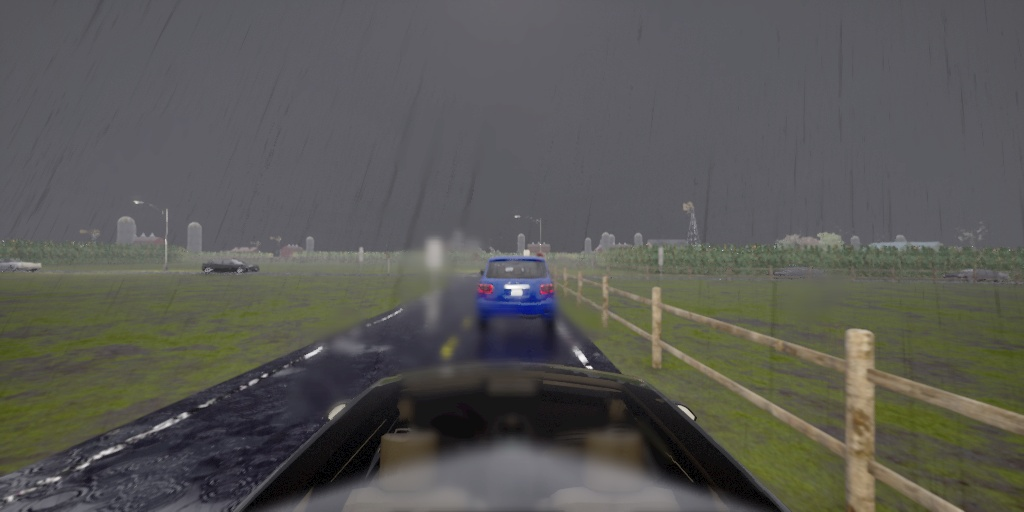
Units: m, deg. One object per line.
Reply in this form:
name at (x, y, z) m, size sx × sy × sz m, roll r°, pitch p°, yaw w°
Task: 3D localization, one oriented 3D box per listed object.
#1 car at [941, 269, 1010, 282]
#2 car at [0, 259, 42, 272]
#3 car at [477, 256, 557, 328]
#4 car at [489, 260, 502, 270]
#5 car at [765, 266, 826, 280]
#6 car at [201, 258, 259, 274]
car at (49.214, 2.054, 38.059) m, size 5.357 × 1.411 × 2.033 m, roll 1°, pitch -1°, yaw 0°
car at (-50.393, 0.915, 35.911) m, size 4.718 × 1.301 × 1.895 m, roll 1°, pitch -1°, yaw 1°
car at (0.124, 1.005, 11.607) m, size 2.150 × 2.045 × 5.566 m, roll 0°, pitch 0°, yaw 0°
car at (-2.684, 1.394, 57.878) m, size 1.837 × 1.490 × 4.892 m, roll 0°, pitch 0°, yaw 0°
car at (30.209, 1.788, 38.276) m, size 5.357 × 1.411 × 2.033 m, roll 1°, pitch -1°, yaw 0°
car at (-27.931, 1.014, 35.687) m, size 5.008 × 1.535 × 1.882 m, roll 1°, pitch -1°, yaw 0°
